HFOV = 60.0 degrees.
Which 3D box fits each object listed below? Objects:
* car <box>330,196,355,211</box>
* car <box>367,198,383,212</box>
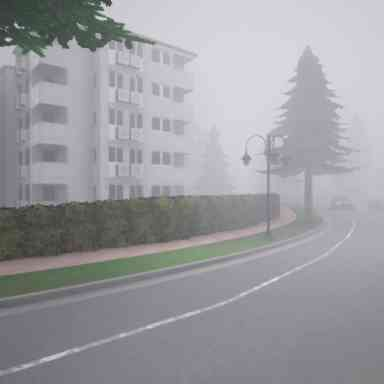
[{"bbox_3d":[18.305,1.321,40.595,2.097,1.767,4.553,0,0,12],"label":"car"},{"bbox_3d":[21.570,1.459,38.143,2.128,1.511,4.902,0,0,13],"label":"car"}]
